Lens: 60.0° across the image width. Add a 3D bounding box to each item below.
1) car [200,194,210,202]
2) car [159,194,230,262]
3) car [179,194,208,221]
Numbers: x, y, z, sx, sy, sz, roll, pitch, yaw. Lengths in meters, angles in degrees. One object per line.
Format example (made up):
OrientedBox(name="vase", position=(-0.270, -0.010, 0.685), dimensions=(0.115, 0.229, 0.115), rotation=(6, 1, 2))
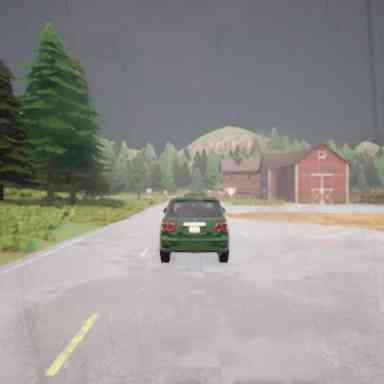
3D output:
OrientedBox(name="car", position=(2.952, 1.374, 74.743), dimensions=(1.816, 1.474, 4.193), rotation=(-6, 0, -2))
OrientedBox(name="car", position=(0.091, 1.201, 12.095), dimensions=(2.150, 2.045, 5.566), rotation=(0, -1, 0))
OrientedBox(name="car", position=(0.192, 1.190, 28.217), dimensions=(2.150, 2.045, 5.566), rotation=(0, 0, 2))
